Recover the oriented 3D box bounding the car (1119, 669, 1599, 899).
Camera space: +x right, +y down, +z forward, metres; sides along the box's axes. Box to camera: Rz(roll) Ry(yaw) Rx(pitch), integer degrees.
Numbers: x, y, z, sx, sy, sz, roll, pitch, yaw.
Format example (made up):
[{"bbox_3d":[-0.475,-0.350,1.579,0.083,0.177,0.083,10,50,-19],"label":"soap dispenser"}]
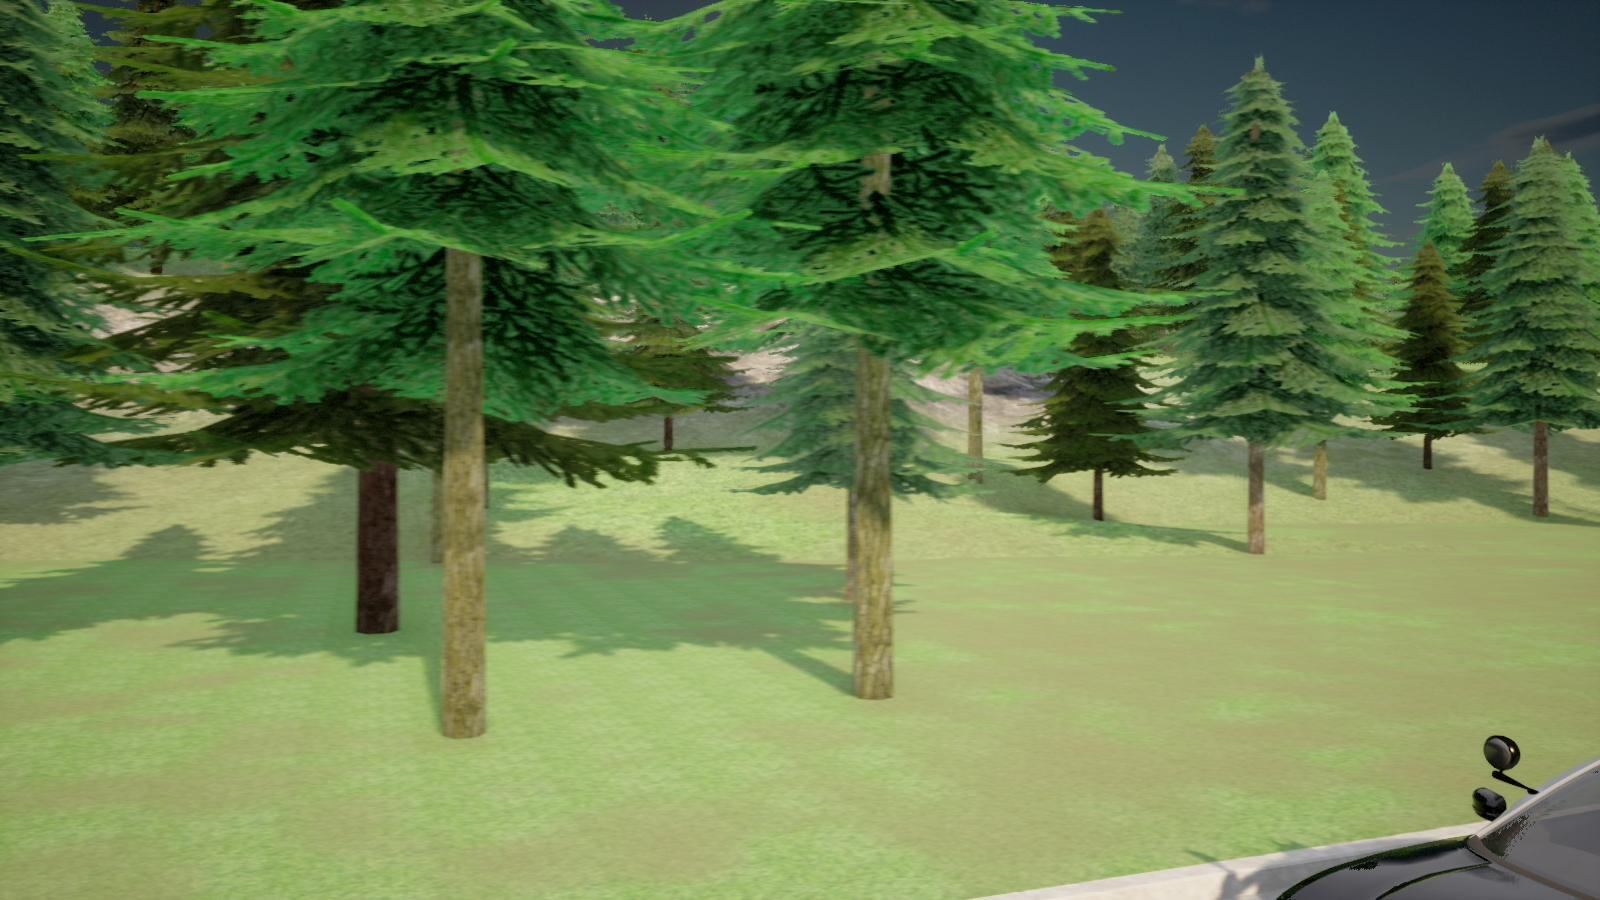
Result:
[{"bbox_3d":[4.227,1.982,4.954,5.238,1.638,2.097,0,0,-20],"label":"car"}]
